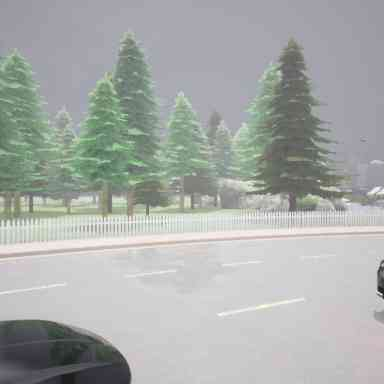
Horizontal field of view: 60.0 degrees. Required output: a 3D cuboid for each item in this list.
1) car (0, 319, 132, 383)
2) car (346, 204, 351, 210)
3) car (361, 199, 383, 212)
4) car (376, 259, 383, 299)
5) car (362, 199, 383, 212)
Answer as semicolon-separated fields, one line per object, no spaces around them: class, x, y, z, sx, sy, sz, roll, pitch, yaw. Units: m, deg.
car;-2.700;1.478;1.637;5.008;1.535;1.882;0;0;-36
car;19.290;1.277;45.247;2.150;2.045;5.566;0;0;-4
car;23.056;1.581;41.129;1.812;1.442;4.674;0;0;-4
car;5.653;1.492;6.125;4.902;1.511;2.128;0;0;-23
car;19.859;1.619;36.075;1.994;1.385;4.181;0;0;-3
